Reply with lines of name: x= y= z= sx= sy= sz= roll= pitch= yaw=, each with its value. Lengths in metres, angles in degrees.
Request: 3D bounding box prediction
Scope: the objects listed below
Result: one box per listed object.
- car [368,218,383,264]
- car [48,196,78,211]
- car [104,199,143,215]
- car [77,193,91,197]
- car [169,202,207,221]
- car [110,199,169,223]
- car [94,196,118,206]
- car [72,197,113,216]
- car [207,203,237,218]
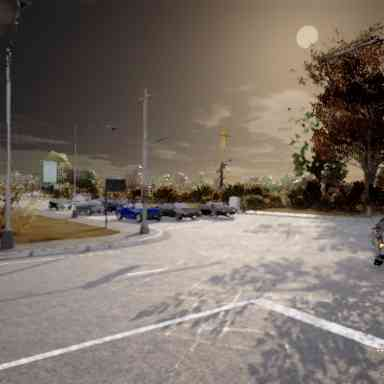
car: x=7.181 y=1.579 z=11.359 sx=2.033 sy=1.411 sz=5.357 roll=0 pitch=0 yaw=27
car: x=-16.477 y=1.518 z=41.574 sx=2.128 sy=1.511 sz=4.902 roll=0 pitch=0 yaw=-38
car: x=-7.459 y=1.529 z=35.903 sx=2.128 sy=1.511 sz=4.902 roll=0 pitch=0 yaw=-39
car: x=-21.258 y=1.272 z=64.548 sx=2.150 sy=2.045 sz=5.566 roll=0 pitch=0 yaw=-38
car: x=-1.456 y=1.586 z=28.415 sx=2.033 sy=1.411 sz=5.357 roll=0 pitch=0 yaw=-39
car: x=-4.246 y=1.508 z=26.295 sx=1.882 sy=1.535 sz=5.008 roll=0 pitch=0 yaw=-40
car: x=-14.704 y=1.544 z=56.459 sx=2.128 sy=1.511 sz=4.902 roll=0 pitch=0 yaw=-39
car: x=-10.119 y=1.533 z=33.627 sx=1.837 sy=1.490 sz=4.892 roll=0 pitch=0 yaw=-39
car: x=1.740 y=1.649 z=30.432 sx=1.895 sy=1.301 sz=4.718 roll=0 pitch=0 yaw=-39
